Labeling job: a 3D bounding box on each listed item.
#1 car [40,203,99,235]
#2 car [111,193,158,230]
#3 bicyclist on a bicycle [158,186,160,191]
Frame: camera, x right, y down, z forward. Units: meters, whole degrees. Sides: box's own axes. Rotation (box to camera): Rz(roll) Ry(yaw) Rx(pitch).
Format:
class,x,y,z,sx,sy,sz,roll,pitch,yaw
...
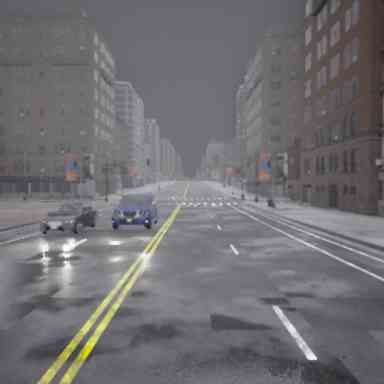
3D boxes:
class,x,y,z,sx,sy,sz,roll,pitch,yaw
car,-6.595,1.410,18.366,2.128,1.511,4.902,0,1,0
car,-3.346,1.118,20.477,2.150,2.045,5.566,0,1,0
bicyclist on a bicycle,-8.728,-0.916,87.922,0.659,1.776,1.843,0,-1,0
